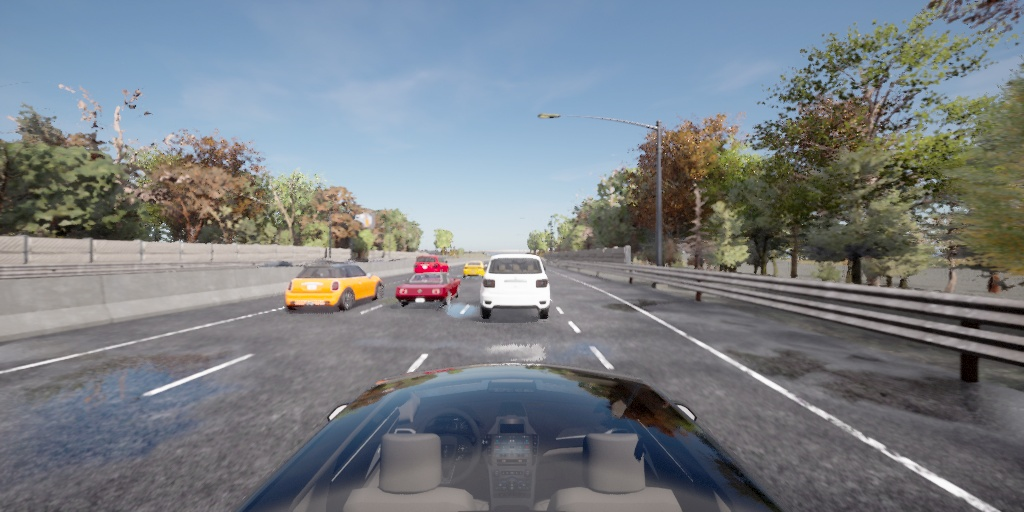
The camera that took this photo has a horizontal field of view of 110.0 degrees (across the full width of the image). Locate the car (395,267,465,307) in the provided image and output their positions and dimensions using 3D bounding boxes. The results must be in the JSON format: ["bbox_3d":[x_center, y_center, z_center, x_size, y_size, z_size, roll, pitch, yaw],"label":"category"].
[{"bbox_3d":[-3.397,1.348,15.519,1.895,1.301,4.718,0,0,0],"label":"car"}]

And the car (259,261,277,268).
[{"bbox_3d":[-28.080,1.288,42.922,1.812,1.442,4.674,0,0,0],"label":"car"}]

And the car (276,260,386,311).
[{"bbox_3d":[-6.897,1.099,14.491,2.097,1.767,4.553,0,0,0],"label":"car"}]

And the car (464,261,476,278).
[{"bbox_3d":[-3.396,1.232,33.623,1.882,1.535,5.008,0,0,0],"label":"car"}]

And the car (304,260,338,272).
[{"bbox_3d":[-24.571,1.272,46.322,1.837,1.490,4.892,0,-1,0],"label":"car"}]

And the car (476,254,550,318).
[{"bbox_3d":[0.101,0.969,13.089,2.150,2.045,5.566,0,0,0],"label":"car"}]

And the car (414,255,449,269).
[{"bbox_3d":[-6.901,0.974,31.126,2.150,2.045,5.566,0,0,0],"label":"car"}]
